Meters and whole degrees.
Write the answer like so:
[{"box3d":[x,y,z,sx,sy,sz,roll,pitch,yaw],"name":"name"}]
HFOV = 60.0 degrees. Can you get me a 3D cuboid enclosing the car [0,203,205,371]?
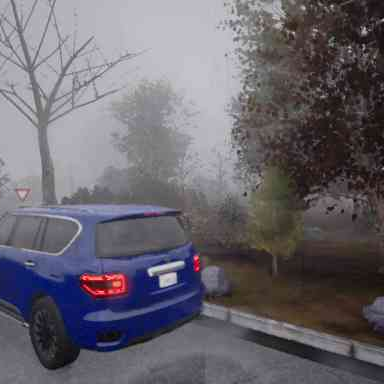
[{"box3d":[-2.327,1.231,6.002,5.566,2.045,2.150,-1,0,41],"name":"car"}]
